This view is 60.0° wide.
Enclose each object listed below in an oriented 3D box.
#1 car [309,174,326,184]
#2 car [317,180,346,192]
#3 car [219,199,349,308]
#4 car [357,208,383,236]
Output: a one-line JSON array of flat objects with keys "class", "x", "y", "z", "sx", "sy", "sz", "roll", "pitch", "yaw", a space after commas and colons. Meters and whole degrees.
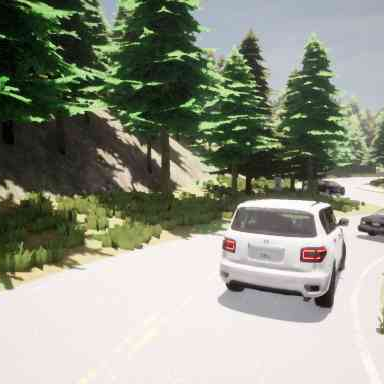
[{"class": "car", "x": 22.061, "y": -2.333, "z": 58.232, "sx": 1.882, "sy": 1.535, "sz": 5.008, "roll": 3, "pitch": 6, "yaw": 31}, {"class": "car", "x": 16.073, "y": -0.561, "z": 38.910, "sx": 1.882, "sy": 1.535, "sz": 5.008, "roll": -1, "pitch": 5, "yaw": -2}, {"class": "car", "x": 2.551, "y": 1.198, "z": 8.361, "sx": 2.150, "sy": 2.045, "sz": 5.566, "roll": 3, "pitch": 2, "yaw": 27}, {"class": "car", "x": 10.132, "y": 1.410, "z": 15.808, "sx": 5.357, "sy": 1.411, "sz": 2.033, "roll": -1, "pitch": 5, "yaw": -32}]
